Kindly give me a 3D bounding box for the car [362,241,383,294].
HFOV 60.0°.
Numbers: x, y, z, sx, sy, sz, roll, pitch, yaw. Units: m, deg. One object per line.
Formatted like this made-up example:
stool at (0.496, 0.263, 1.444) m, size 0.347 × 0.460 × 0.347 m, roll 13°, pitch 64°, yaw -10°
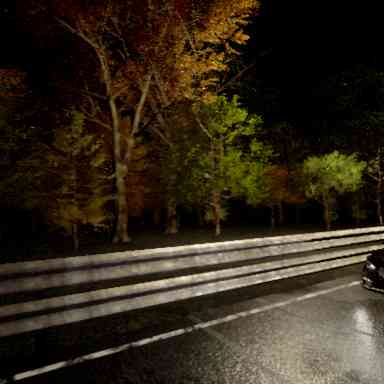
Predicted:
car at (5.984, 1.606, 7.950) m, size 4.902 × 1.511 × 2.128 m, roll 1°, pitch -1°, yaw -35°
